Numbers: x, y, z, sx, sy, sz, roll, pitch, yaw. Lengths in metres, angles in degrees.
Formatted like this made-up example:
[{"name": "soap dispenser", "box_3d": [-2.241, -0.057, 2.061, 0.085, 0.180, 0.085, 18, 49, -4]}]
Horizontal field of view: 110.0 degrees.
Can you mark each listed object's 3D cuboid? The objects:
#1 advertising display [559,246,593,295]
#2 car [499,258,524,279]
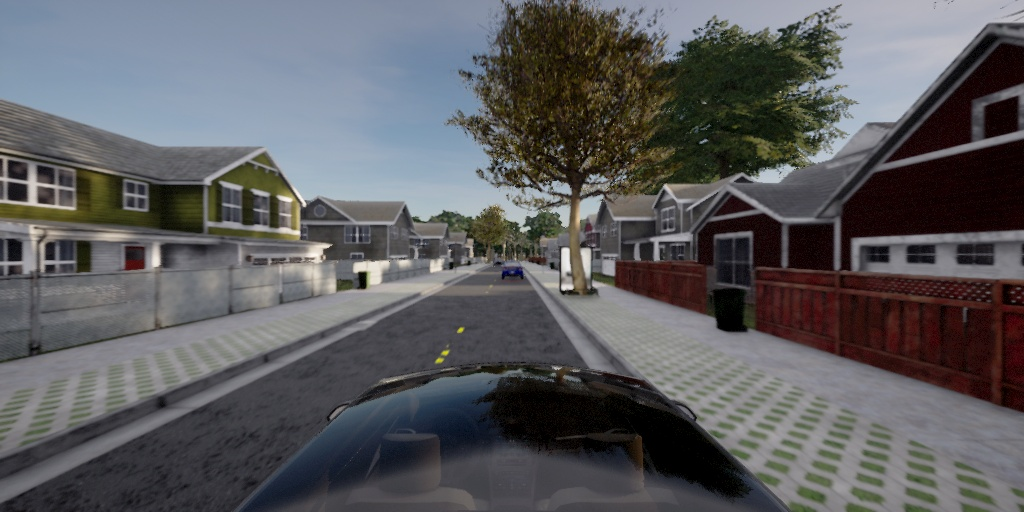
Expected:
[{"name": "advertising display", "box_3d": [3.013, 0.763, 17.030, 1.540, 2.440, 0.280, 0, 0, 0]}, {"name": "car", "box_3d": [0.058, 1.212, 32.218, 1.882, 1.535, 5.008, 0, 0, 0]}]
